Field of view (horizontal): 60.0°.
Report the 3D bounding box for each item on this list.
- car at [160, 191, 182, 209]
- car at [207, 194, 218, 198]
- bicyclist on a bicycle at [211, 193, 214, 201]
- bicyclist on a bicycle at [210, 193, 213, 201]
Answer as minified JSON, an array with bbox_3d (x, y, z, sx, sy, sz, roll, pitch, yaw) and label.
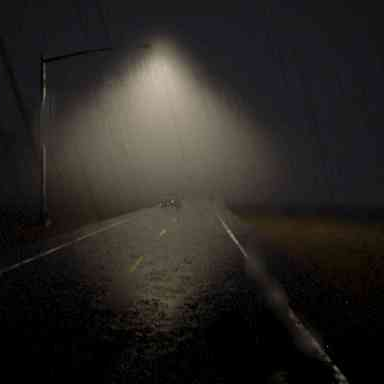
[{"bbox_3d":[-2.491,0.959,39.979,2.150,2.045,5.566,0,0,3],"label":"car"},{"bbox_3d":[5.203,1.069,89.632,1.895,1.301,4.718,0,0,7],"label":"car"},{"bbox_3d":[4.351,1.115,71.700,0.582,1.620,1.656,0,0,5],"label":"bicyclist on a bicycle"},{"bbox_3d":[3.573,1.128,62.761,0.582,1.620,1.656,0,0,5],"label":"bicyclist on a bicycle"}]
